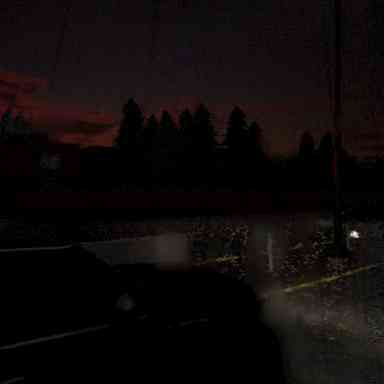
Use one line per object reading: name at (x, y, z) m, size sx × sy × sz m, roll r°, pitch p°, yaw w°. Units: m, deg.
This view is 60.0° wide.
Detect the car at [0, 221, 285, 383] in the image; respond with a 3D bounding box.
car at (-1.724, 1.223, 2.534) m, size 5.566 × 2.045 × 2.150 m, roll 0°, pitch 0°, yaw -36°

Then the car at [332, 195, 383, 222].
car at (13.959, 1.280, 27.570) m, size 5.566 × 2.045 × 2.150 m, roll 1°, pitch 0°, yaw -37°

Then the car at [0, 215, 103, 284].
car at (-5.114, 1.512, 8.965) m, size 4.892 × 1.490 × 1.837 m, roll 1°, pitch 0°, yaw -36°
